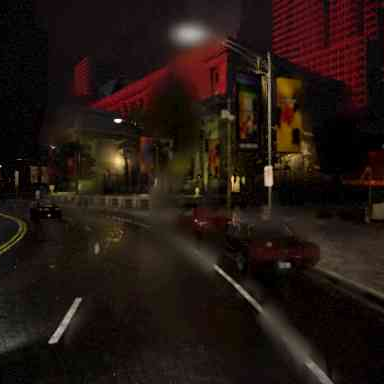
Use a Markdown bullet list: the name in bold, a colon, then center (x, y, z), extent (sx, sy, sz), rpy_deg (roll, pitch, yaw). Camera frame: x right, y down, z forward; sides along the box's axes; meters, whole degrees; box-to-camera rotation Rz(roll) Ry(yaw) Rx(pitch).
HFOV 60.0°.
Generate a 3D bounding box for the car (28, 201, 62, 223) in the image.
- **car**: center (-11.181, 1.428, 25.225), extent (2.128, 1.511, 4.902), rpy_deg (0, 0, -31)

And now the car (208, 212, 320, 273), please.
- **car**: center (1.986, 1.531, 10.493), extent (1.895, 1.301, 4.718), rpy_deg (0, 0, -9)

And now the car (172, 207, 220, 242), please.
- **car**: center (0.392, 1.437, 15.997), extent (2.002, 1.452, 4.674), rpy_deg (0, 0, -19)
